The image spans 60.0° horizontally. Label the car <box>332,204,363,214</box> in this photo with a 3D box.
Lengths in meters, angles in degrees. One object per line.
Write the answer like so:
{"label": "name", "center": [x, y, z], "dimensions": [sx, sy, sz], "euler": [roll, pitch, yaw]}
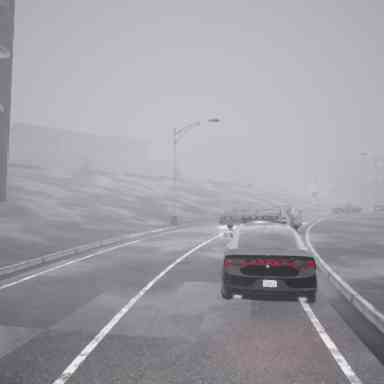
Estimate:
{"label": "car", "center": [19.697, 2.148, 42.054], "dimensions": [4.718, 1.301, 1.895], "euler": [1, -4, -40]}

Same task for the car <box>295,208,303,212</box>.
{"label": "car", "center": [6.400, 1.680, 22.943], "dimensions": [1.837, 1.490, 4.892], "euler": [-2, -1, 25]}

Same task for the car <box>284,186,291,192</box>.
{"label": "car", "center": [23.049, -0.422, 83.999], "dimensions": [2.435, 2.045, 5.566], "euler": [-4, -6, 41]}

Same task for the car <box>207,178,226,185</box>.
{"label": "car", "center": [3.775, -1.819, 63.869], "dimensions": [4.553, 1.767, 2.185], "euler": [4, -6, -42]}

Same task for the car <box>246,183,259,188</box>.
{"label": "car", "center": [11.795, -1.085, 71.722], "dimensions": [2.002, 1.452, 4.674], "euler": [-4, -6, 45]}

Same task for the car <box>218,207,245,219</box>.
{"label": "car", "center": [3.685, 1.912, 27.218], "dimensions": [1.994, 1.385, 4.181], "euler": [-2, -2, 28]}

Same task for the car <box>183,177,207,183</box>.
{"label": "car", "center": [-0.290, -1.964, 60.129], "dimensions": [5.008, 1.535, 2.097], "euler": [4, -5, -41]}

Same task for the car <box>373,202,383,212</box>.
{"label": "car", "center": [28.555, 2.274, 49.319], "dimensions": [4.674, 1.442, 1.812], "euler": [1, -4, -38]}

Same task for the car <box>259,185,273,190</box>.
{"label": "car", "center": [15.540, -0.839, 75.635], "dimensions": [2.231, 1.521, 4.892], "euler": [-4, -6, 44]}

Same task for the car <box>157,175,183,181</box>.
{"label": "car", "center": [-4.451, -2.189, 56.466], "dimensions": [4.674, 1.452, 2.002], "euler": [3, -5, -40]}

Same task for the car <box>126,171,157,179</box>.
{"label": "car", "center": [-8.690, -2.482, 52.898], "dimensions": [4.892, 1.521, 2.231], "euler": [3, -5, -39]}

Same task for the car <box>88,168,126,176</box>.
{"label": "car", "center": [-12.974, -2.710, 49.425], "dimensions": [4.892, 1.521, 2.231], "euler": [3, -5, -39]}

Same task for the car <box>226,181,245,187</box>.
{"label": "car", "center": [7.897, -1.377, 67.825], "dimensions": [4.792, 1.488, 2.163], "euler": [4, -6, -44]}

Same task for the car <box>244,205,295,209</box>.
{"label": "car", "center": [4.228, 1.613, 17.642], "dimensions": [1.837, 1.490, 4.892], "euler": [-1, -1, 19]}

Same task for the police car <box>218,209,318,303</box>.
{"label": "police car", "center": [1.839, 1.452, 8.516], "dimensions": [1.930, 1.638, 5.238], "euler": [-1, 0, 10]}

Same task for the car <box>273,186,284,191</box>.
{"label": "car", "center": [19.341, -0.644, 79.793], "dimensions": [2.185, 1.767, 4.553], "euler": [-4, -6, 42]}

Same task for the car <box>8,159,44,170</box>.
{"label": "car", "center": [-21.476, -3.264, 42.559], "dimensions": [4.553, 1.767, 2.185], "euler": [3, -5, -39]}
